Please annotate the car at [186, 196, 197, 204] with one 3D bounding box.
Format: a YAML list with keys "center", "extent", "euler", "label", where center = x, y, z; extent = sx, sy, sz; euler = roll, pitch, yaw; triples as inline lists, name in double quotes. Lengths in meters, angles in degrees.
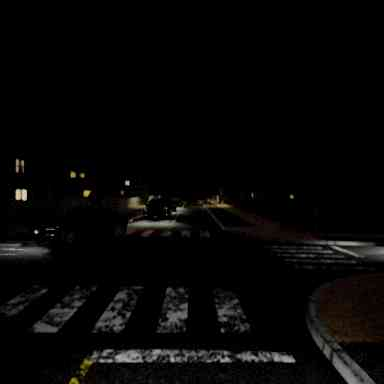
- center: [-0.041, 1.625, 65.819]
  extent: [1.837, 1.490, 4.892]
  euler: [0, 0, 0]
  label: "car"

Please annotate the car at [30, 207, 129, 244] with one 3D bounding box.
- center: [-5.103, 1.473, 15.729]
  extent: [1.837, 1.490, 4.892]
  euler: [3, 0, 32]
  label: "car"

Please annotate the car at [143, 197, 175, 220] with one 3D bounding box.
- center: [-2.866, 1.367, 28.345]
  extent: [2.097, 1.767, 4.553]
  euler: [0, 0, 0]
  label: "car"

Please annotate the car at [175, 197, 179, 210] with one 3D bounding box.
- center: [-2.873, 1.564, 40.052]
  extent: [1.812, 1.442, 4.674]
  euler: [0, 0, 0]
  label: "car"

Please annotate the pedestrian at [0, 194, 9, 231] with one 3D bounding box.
- center: [-9.639, 1.023, 16.777]
  extent: [0.375, 1.860, 0.375]
  euler: [0, -2, 0]
  label: "pedestrian"
